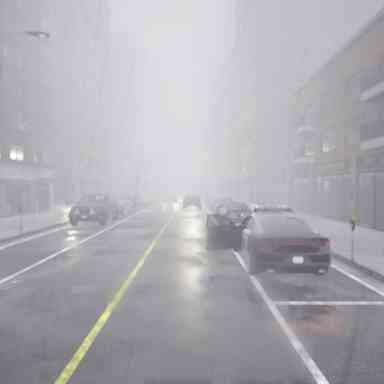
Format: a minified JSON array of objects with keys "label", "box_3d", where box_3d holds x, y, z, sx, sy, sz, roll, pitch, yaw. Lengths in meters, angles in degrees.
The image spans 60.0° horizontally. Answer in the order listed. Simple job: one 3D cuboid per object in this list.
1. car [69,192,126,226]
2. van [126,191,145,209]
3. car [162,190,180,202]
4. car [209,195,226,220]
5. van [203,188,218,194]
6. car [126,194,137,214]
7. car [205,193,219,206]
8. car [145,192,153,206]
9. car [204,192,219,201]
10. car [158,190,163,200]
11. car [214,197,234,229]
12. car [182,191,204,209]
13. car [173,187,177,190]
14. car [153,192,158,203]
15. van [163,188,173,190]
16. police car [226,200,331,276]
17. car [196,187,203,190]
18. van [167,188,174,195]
[{"label":"car","box_3d":[-5.874,0.984,20.551,2.192,1.841,5.009,0,1,0]},{"label":"van","box_3d":[-5.884,0.829,31.886,1.690,1.788,3.998,0,1,0]},{"label":"car","box_3d":[-3.052,0.815,48.203,1.895,1.301,4.718,0,1,0]},{"label":"car","box_3d":[2.647,1.144,26.242,1.947,1.339,4.313,0,1,0]},{"label":"van","box_3d":[2.633,0.639,43.245,1.690,1.788,3.998,0,1,0]},{"label":"car","box_3d":[-5.879,1.129,26.221,2.008,1.369,4.403,0,1,0]},{"label":"car","box_3d":[2.642,1.038,31.910,2.008,1.369,4.403,0,1,0]},{"label":"car","box_3d":[-5.888,0.922,37.387,1.752,1.417,4.829,0,1,0]},{"label":"car","box_3d":[2.638,0.976,37.579,1.802,1.307,4.206,0,1,0]},{"label":"car","box_3d":[-5.897,0.753,48.892,2.008,1.369,4.403,0,1,0]},{"label":"car","box_3d":[2.652,1.235,20.574,1.947,1.339,4.313,0,1,0]},{"label":"car","box_3d":[0.026,0.948,34.542,1.837,1.490,4.892,0,1,0]},{"label":"car","box_3d":[-5.928,-0.143,87.251,2.192,1.841,5.009,0,1,0]},{"label":"car","box_3d":[-5.892,0.827,43.055,1.752,1.417,4.829,0,1,0]},{"label":"van","box_3d":[-5.919,0.078,76.080,1.690,1.788,3.998,0,1,0]},{"label":"police car","box_3d":[2.359,1.263,9.985,1.930,1.638,5.238,0,1,0]},{"label":"car","box_3d":[2.607,0.177,76.106,1.967,1.590,4.097,0,1,0]},{"label":"van","box_3d":[-5.932,-0.217,92.836,1.690,1.788,3.998,0,1,0]}]
